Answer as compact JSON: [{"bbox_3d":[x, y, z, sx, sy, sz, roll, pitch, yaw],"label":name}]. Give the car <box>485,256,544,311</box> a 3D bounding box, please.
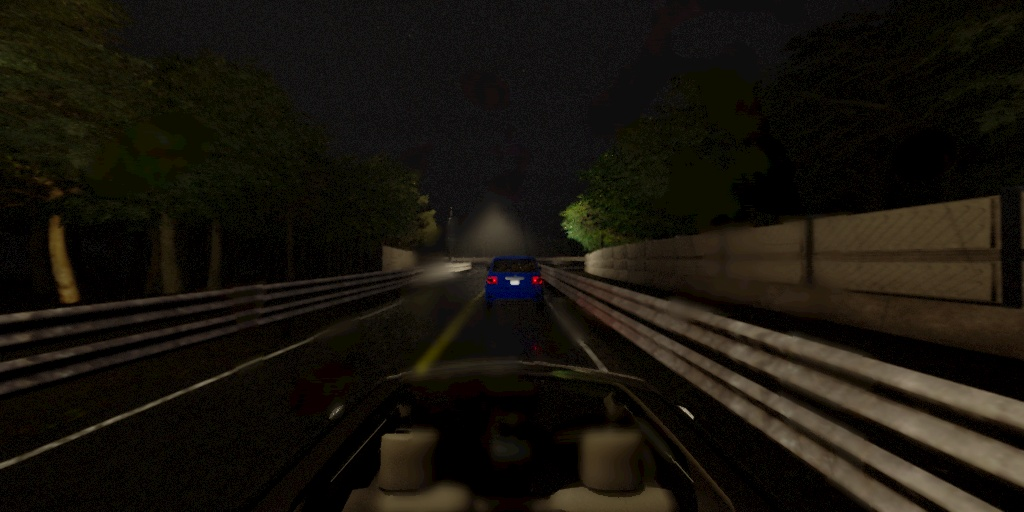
[{"bbox_3d":[0.098,1.016,14.932,2.150,2.045,5.566,0,0,0],"label":"car"}]
